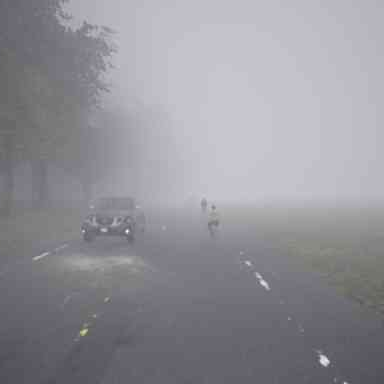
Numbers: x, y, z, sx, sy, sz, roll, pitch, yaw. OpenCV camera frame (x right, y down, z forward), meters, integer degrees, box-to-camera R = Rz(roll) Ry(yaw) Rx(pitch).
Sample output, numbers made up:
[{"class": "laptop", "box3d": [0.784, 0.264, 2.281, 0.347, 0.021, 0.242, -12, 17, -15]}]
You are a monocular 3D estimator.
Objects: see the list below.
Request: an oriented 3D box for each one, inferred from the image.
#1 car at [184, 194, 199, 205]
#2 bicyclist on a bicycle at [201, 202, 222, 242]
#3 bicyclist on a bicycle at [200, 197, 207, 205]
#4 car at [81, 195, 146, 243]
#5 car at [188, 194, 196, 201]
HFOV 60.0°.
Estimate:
[{"class": "car", "box3d": [0.130, 1.350, 55.527, 2.033, 1.411, 5.357, 0, 0, 0]}, {"class": "bicyclist on a bicycle", "box3d": [0.987, 1.408, 15.304, 0.866, 1.612, 1.509, 0, 0, 0]}, {"class": "bicyclist on a bicycle", "box3d": [0.977, 1.302, 27.086, 0.659, 1.776, 1.843, 0, 0, 0]}, {"class": "car", "box3d": [-3.591, 1.190, 16.355, 2.150, 2.045, 5.566, 0, 0, 0]}, {"class": "car", "box3d": [0.041, 1.226, 73.690, 1.812, 1.442, 4.674, 0, 0, 0]}]
